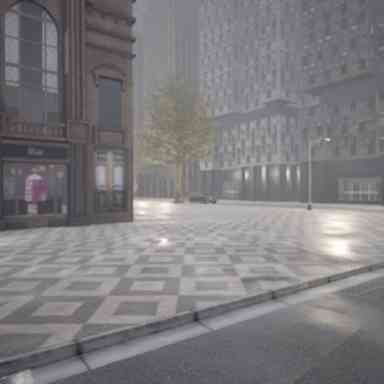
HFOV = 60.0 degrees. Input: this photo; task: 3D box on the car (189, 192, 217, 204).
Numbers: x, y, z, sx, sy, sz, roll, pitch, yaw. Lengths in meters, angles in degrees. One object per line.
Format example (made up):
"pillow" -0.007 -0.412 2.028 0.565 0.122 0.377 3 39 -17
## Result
"car" 1.704 0.970 53.895 2.150 2.045 5.566 -1 0 -35
